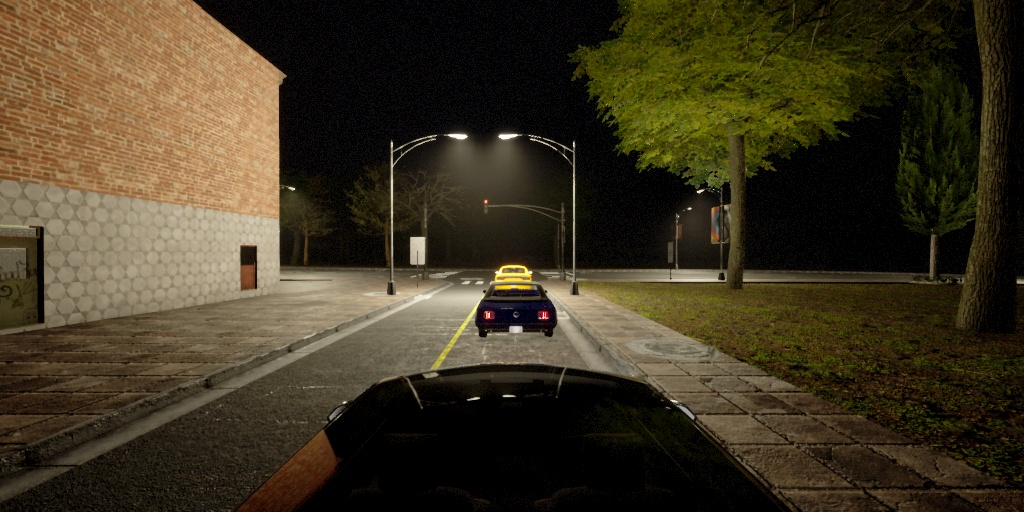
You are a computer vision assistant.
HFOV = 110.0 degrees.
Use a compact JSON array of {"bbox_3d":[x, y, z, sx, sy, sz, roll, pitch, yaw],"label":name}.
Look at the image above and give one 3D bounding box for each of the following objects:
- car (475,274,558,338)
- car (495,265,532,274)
[{"bbox_3d":[0.093,1.356,10.230,1.895,1.301,4.718,0,0,0],"label":"car"},{"bbox_3d":[0.089,1.255,19.574,1.882,1.535,5.008,0,0,1],"label":"car"}]
